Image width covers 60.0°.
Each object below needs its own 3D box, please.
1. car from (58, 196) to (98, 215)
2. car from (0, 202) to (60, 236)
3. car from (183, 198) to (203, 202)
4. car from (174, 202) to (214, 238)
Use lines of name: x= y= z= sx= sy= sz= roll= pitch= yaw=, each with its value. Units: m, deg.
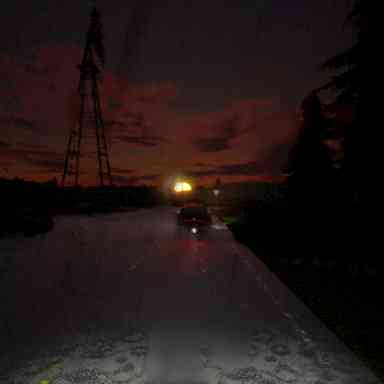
car: x=-11.900 y=1.366 z=34.563 sx=3.866 sy=1.878 sz=1.905 roll=0 pitch=0 yaw=-31
car: x=-9.544 y=1.488 z=17.717 sx=3.988 sy=1.617 sz=1.851 roll=0 pitch=0 yaw=-1
car: x=0.099 y=1.360 z=33.611 sx=2.097 sy=1.767 sz=4.553 roll=0 pitch=0 yaw=0
car: x=0.098 y=1.509 z=17.791 sx=1.837 sy=1.490 sz=4.892 roll=0 pitch=0 yaw=0
